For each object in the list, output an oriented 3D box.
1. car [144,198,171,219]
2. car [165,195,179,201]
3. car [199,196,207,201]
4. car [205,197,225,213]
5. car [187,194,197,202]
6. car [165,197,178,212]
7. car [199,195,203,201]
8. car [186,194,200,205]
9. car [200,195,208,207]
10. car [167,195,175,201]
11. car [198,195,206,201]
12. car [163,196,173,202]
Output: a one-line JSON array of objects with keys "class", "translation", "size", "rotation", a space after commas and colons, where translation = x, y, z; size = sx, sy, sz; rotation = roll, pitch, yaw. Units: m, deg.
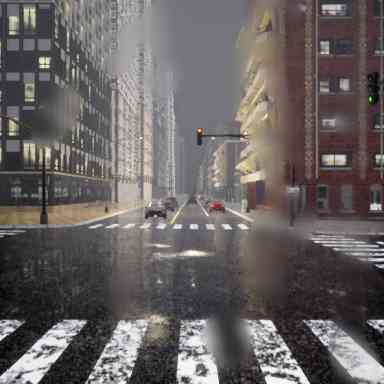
[{"class": "car", "translation": [-3.120, 1.553, 29.519], "size": [2.033, 1.411, 5.357], "rotation": [0, 0, -4]}, {"class": "car", "translation": [-3.057, 1.521, 49.954], "size": [1.837, 1.490, 4.892], "rotation": [0, 0, 0]}, {"class": "car", "translation": [2.684, 1.626, 84.061], "size": [1.802, 1.307, 4.206], "rotation": [0, 0, 0]}, {"class": "car", "translation": [2.739, 1.591, 37.253], "size": [1.802, 1.307, 4.206], "rotation": [0, 0, 0]}, {"class": "car", "translation": [-0.004, 1.218, 69.824], "size": [2.097, 1.767, 4.553], "rotation": [0, 0, 0]}, {"class": "car", "translation": [-3.085, 1.574, 39.539], "size": [1.994, 1.385, 4.181], "rotation": [0, 0, 1]}, {"class": "car", "translation": [2.688, 1.571, 55.818], "size": [2.008, 1.369, 4.403], "rotation": [0, 0, 0]}, {"class": "car", "translation": [-0.003, 1.548, 59.851], "size": [1.812, 1.442, 4.674], "rotation": [0, 0, 0]}, {"class": "car", "translation": [2.688, 1.567, 50.170], "size": [2.008, 1.369, 4.403], "rotation": [0, 0, 0]}, {"class": "car", "translation": [-5.697, 1.595, 89.709], "size": [1.887, 1.381, 4.507], "rotation": [0, 0, 0]}, {"class": "car", "translation": [2.684, 1.491, 89.710], "size": [1.967, 1.590, 4.097], "rotation": [0, 0, 0]}, {"class": "car", "translation": [-5.695, 1.589, 78.412], "size": [2.008, 1.369, 4.403], "rotation": [0, 0, 0]}]
